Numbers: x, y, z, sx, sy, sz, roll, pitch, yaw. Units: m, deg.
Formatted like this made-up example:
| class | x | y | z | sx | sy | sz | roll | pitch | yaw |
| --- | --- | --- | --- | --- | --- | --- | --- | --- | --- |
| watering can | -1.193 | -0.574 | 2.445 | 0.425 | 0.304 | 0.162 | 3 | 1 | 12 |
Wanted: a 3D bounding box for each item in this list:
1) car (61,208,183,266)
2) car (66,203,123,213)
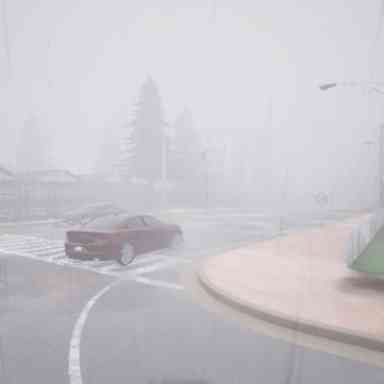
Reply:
| class | x | y | z | sx | sy | sz | roll | pitch | yaw |
| --- | --- | --- | --- | --- | --- | --- | --- | --- | --- |
| car | -2.138 | 1.497 | 11.863 | 1.882 | 1.535 | 5.008 | -2 | -1 | 28 |
| car | -6.729 | 1.548 | 23.421 | 1.837 | 1.490 | 4.892 | 0 | 0 | 38 |
